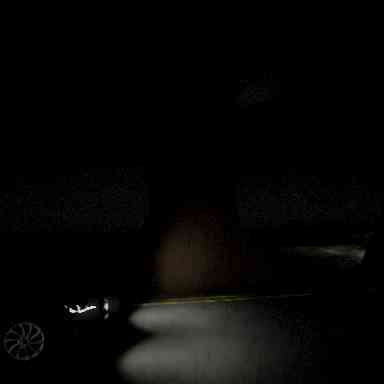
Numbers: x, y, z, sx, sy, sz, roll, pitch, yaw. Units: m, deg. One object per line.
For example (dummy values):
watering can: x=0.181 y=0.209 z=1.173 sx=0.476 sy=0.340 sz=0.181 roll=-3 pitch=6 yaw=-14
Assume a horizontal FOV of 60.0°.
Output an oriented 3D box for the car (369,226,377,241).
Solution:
car: x=10.800 y=1.786 z=15.710 sx=5.008 sy=1.535 sz=1.882 roll=0 pitch=-1 yaw=-17

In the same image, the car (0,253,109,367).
car: x=-3.848 y=1.692 z=5.303 sx=4.892 sy=1.490 sz=1.837 roll=-1 pitch=-1 yaw=-6
